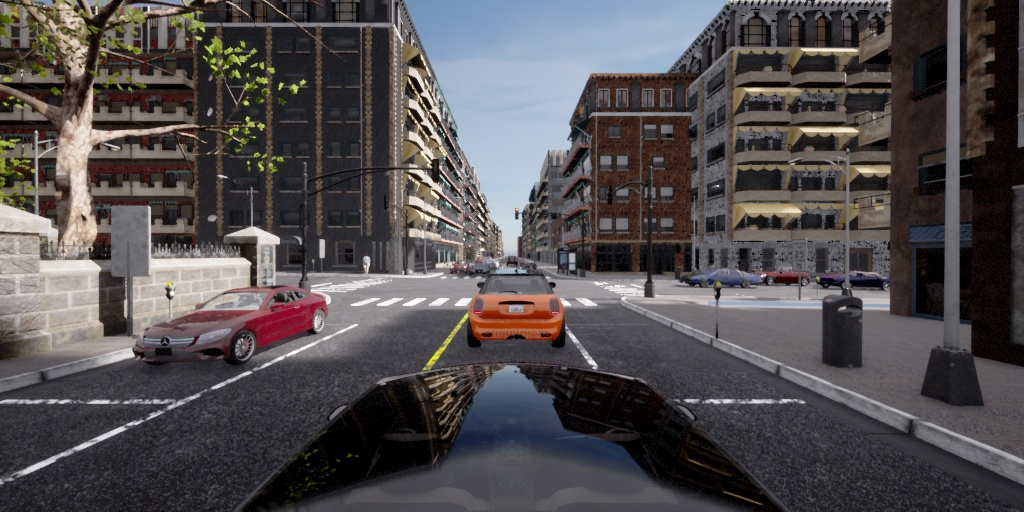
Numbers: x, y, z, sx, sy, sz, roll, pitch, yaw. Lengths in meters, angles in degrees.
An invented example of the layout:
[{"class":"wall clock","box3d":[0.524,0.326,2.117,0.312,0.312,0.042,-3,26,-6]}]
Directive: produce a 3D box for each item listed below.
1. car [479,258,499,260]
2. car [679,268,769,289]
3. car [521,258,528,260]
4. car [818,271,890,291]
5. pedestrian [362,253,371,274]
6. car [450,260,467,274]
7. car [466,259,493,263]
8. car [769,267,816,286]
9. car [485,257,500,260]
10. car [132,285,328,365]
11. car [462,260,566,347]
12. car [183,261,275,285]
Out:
[{"class":"car","box3d":[-3.147,1.311,48.487,1.994,1.385,4.181,0,0,0]},{"class":"car","box3d":[15.220,1.583,26.190,5.357,1.411,2.033,1,0,-1]},{"class":"car","box3d":[2.631,1.297,51.646,2.007,1.370,4.403,0,0,0]},{"class":"car","box3d":[25.253,1.814,26.321,4.718,1.301,1.895,1,0,-1]},{"class":"pedestrian","box3d":[-12.748,0.650,31.348,0.375,1.860,0.375,0,-1,-1]},{"class":"car","box3d":[-5.736,1.186,40.364,1.967,1.591,4.097,0,0,0]},{"class":"car","box3d":[-3.138,1.311,35.850,1.994,1.385,4.181,0,0,0]},{"class":"car","box3d":[21.348,1.570,28.834,4.097,1.591,1.967,0,0,-1]},{"class":"car","box3d":[-3.146,1.272,59.642,1.812,1.442,4.674,0,0,0]},{"class":"car","box3d":[-5.696,1.331,7.953,1.802,1.307,4.207,0,0,0]},{"class":"car","box3d":[0.118,1.101,9.463,2.097,1.767,4.553,0,0,1]},{"class":"car","box3d":[-17.673,1.034,22.550,4.181,1.385,1.994,1,0,-1]}]
